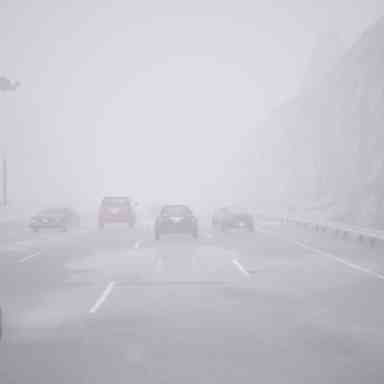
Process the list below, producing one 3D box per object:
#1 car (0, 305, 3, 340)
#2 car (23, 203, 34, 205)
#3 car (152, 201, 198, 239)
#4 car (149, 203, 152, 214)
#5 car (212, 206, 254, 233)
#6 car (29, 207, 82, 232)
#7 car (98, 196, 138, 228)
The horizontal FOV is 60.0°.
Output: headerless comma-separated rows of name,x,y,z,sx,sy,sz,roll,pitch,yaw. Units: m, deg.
car,-3.522,1.517,2.692,1.837,1.490,4.892,0,0,-1
car,-25.962,1.664,53.191,1.812,1.442,4.674,0,0,-15
car,-0.938,1.381,17.897,2.097,1.767,4.553,0,0,-6
car,-3.652,1.664,36.408,1.895,1.301,4.718,0,0,-11
car,2.380,1.550,19.949,1.812,1.442,4.674,0,0,-6
car,-8.184,1.596,20.384,2.033,1.411,5.357,0,0,-7
car,-4.947,1.266,22.557,2.150,2.045,5.566,0,0,-7
